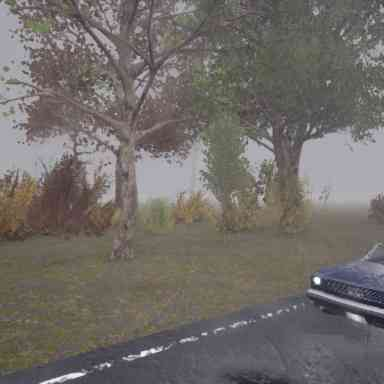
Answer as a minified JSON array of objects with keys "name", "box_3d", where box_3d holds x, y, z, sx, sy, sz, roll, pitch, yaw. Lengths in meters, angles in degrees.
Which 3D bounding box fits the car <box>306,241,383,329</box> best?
[{"name":"car","box_3d":[4.325,1.600,6.293,4.718,1.301,1.895,0,0,-34]}]
